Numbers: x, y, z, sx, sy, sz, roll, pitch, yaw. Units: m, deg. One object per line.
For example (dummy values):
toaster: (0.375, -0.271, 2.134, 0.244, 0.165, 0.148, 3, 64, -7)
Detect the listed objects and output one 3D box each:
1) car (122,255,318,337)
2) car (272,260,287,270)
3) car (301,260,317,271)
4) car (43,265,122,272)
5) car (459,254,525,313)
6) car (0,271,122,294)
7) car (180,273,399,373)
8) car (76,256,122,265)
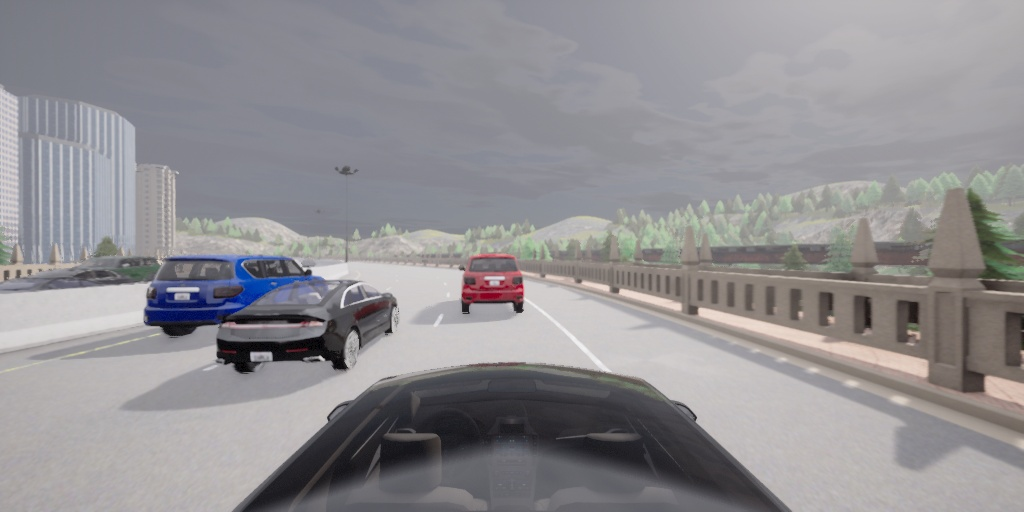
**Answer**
car: (-7.511, 0.981, 10.558, 2.150, 2.045, 5.566, 0, 0, -6)
car: (-34.083, 1.302, 52.667, 1.812, 1.442, 4.674, 0, 0, -32)
car: (-28.487, 1.266, 50.296, 1.837, 1.490, 4.892, 0, 0, -31)
car: (-18.947, 1.295, 15.319, 1.837, 1.490, 4.892, 0, 0, -10)
car: (-0.887, 0.954, 14.088, 2.150, 2.045, 5.566, 0, 0, -7)
car: (-14.857, 1.347, 11.211, 1.994, 1.385, 4.181, 0, 0, -7)
car: (-3.800, 1.244, 7.626, 2.128, 1.511, 4.902, 0, 0, -4)
car: (-23.731, 1.017, 21.355, 2.150, 2.045, 5.566, 0, 0, -14)
